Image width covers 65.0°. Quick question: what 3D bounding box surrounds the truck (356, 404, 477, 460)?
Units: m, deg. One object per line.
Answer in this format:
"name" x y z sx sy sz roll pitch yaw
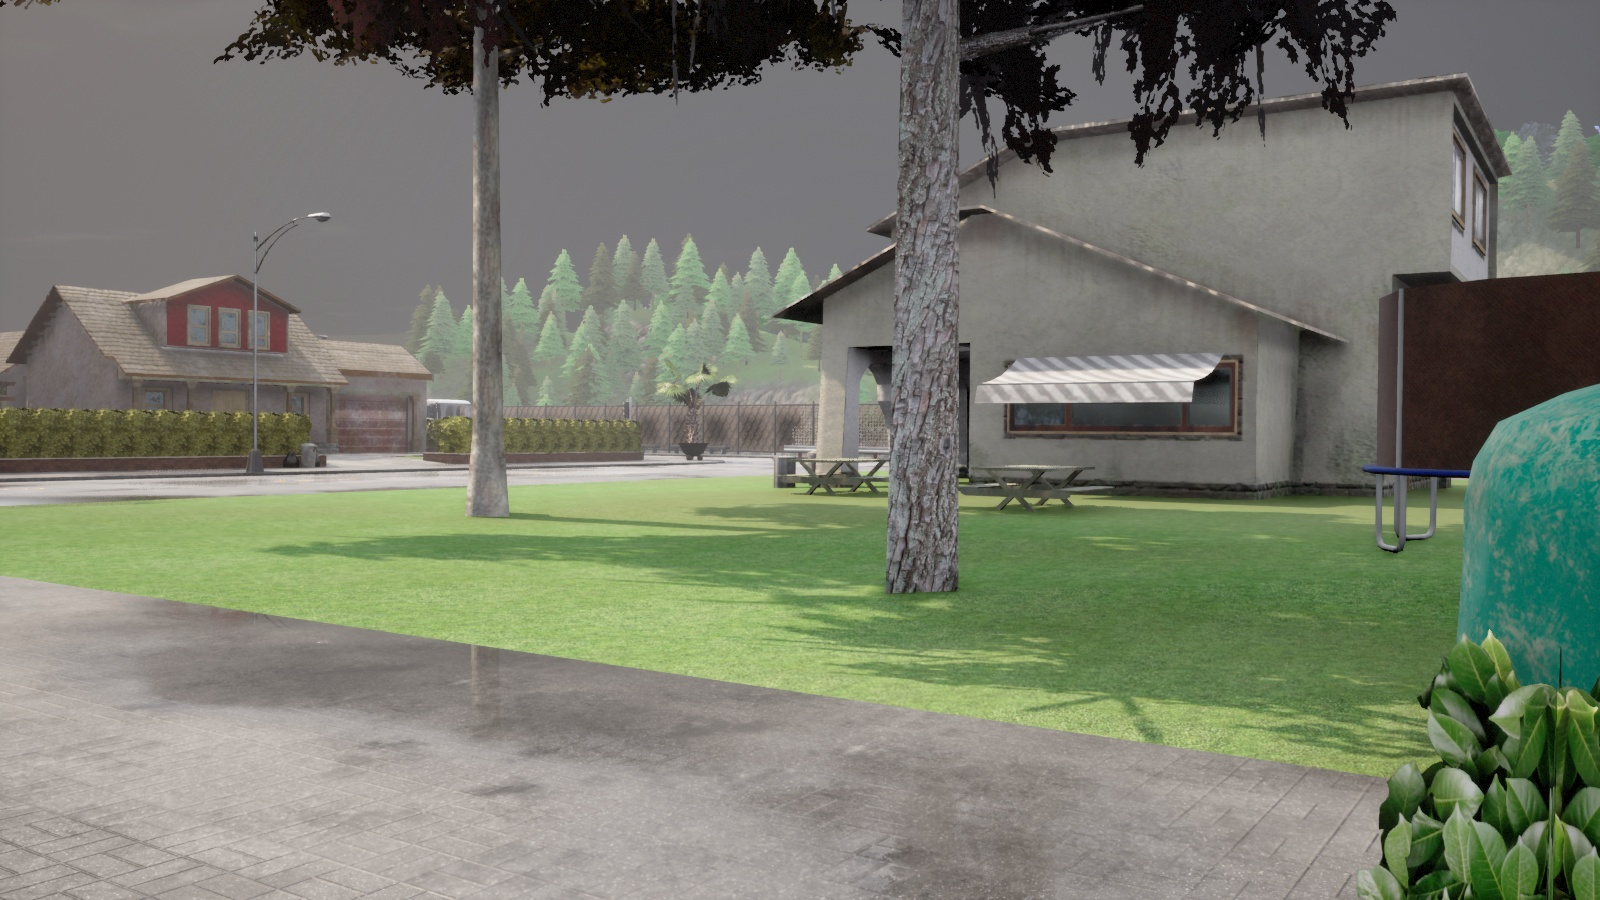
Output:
"truck" -24.410 -1.120 79.860 7.936 3.462 2.891 0 1 33
